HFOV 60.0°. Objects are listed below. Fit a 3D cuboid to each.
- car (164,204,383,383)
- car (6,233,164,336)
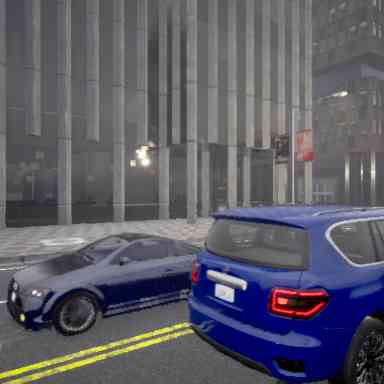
[{"bbox_3d":[2.542,1.220,5.249,5.566,2.045,2.150,0,0,-35],"label":"car"},{"bbox_3d":[-1.345,1.564,6.708,4.181,1.385,1.994,0,0,-35],"label":"car"}]
